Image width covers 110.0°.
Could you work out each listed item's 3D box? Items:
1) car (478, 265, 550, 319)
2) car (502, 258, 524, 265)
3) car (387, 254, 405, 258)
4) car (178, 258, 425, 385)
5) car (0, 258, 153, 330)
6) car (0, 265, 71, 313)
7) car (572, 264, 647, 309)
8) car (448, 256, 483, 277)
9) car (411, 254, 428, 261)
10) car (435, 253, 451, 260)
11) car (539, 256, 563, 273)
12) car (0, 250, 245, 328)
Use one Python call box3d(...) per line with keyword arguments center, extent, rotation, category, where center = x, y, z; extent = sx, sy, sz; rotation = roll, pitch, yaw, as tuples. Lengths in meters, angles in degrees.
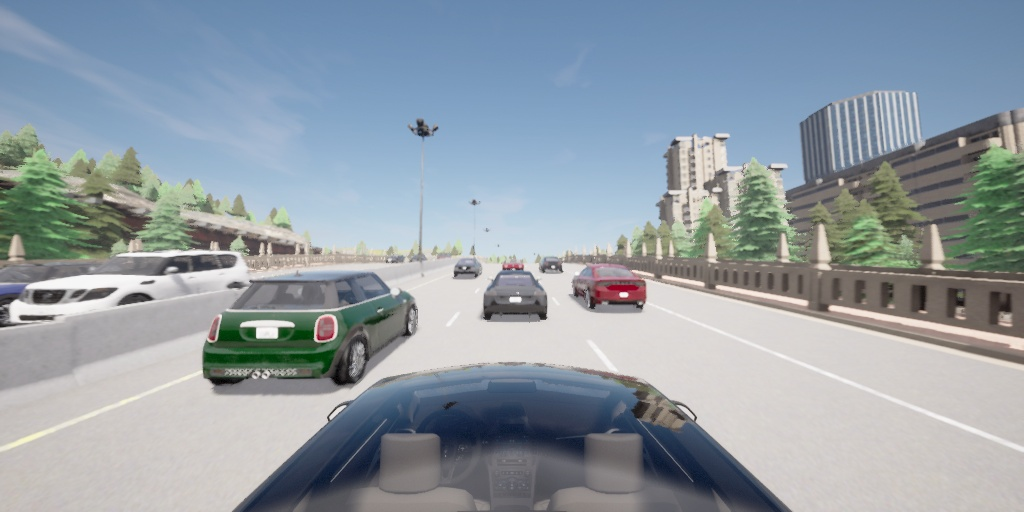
box3d(center=(0.098, 1.171, 12.207), extent=(1.994, 1.385, 4.181), rotation=(0, 1, 0), category="car")
box3d(center=(0.097, 0.854, 32.055), extent=(1.895, 1.301, 4.718), rotation=(0, 1, 0), category="car")
box3d(center=(-17.566, 0.445, 54.066), extent=(2.128, 1.511, 4.902), rotation=(0, 0, 0), category="car")
box3d(center=(-3.401, 1.050, 7.105), extent=(2.097, 1.767, 4.553), rotation=(0, 1, 0), category="car")
box3d(center=(-14.100, 0.986, 10.761), extent=(2.097, 1.767, 4.553), rotation=(0, 1, 0), category="car")
box3d(center=(-17.601, 1.130, 11.102), extent=(1.837, 1.490, 4.892), rotation=(0, 1, 0), category="car")
box3d(center=(3.598, 1.053, 14.005), extent=(1.882, 1.535, 5.008), rotation=(0, 1, 0), category="car")
box3d(center=(-3.403, 0.869, 28.179), extent=(2.033, 1.411, 5.357), rotation=(0, 1, 0), category="car")
box3d(center=(-14.068, 0.457, 54.083), extent=(1.837, 1.490, 4.892), rotation=(0, 0, 0), category="car")
box3d(center=(-10.559, 0.325, 55.621), extent=(2.097, 1.767, 4.553), rotation=(0, -1, 1), category="car")
box3d(center=(3.597, 0.753, 33.516), extent=(1.812, 1.442, 4.674), rotation=(0, 1, 0), category="car")
box3d(center=(-10.601, 0.851, 10.837), extent=(2.150, 2.045, 5.566), rotation=(0, 1, 0), category="car")
